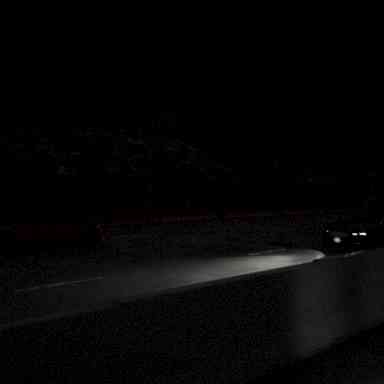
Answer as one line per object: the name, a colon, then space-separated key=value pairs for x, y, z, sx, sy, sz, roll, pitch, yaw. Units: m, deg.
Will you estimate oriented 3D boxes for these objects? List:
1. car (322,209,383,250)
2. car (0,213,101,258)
car: x=7.198 y=1.436 z=13.216 sx=4.902 sy=1.511 sz=2.128 roll=0 pitch=0 yaw=-34
car: x=-5.701 y=1.535 z=12.791 sx=4.181 sy=1.385 sz=1.994 roll=0 pitch=0 yaw=-35
